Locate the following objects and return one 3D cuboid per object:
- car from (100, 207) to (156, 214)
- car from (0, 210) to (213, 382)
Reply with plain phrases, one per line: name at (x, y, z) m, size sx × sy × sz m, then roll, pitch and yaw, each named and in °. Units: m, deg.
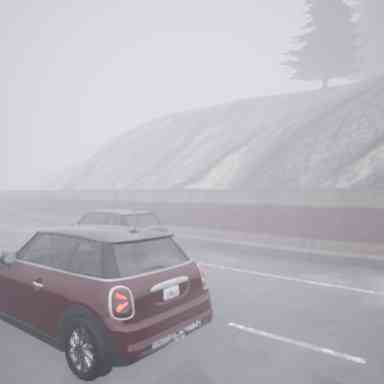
car at (-2.764, 1.341, 10.915) m, size 4.553 × 1.767 × 2.097 m, roll 0°, pitch 0°, yaw 40°
car at (-1.942, 1.346, 5.723) m, size 4.553 × 1.767 × 2.097 m, roll 0°, pitch 0°, yaw 38°
